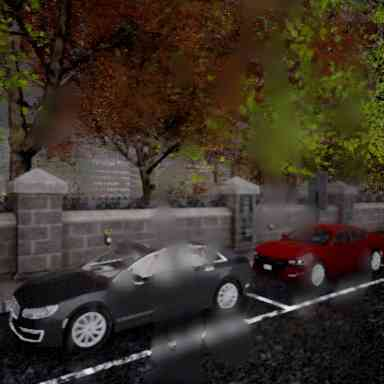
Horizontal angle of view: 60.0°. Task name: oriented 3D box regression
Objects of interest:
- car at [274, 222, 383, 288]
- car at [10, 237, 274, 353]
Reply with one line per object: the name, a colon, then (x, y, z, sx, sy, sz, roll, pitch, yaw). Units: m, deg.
car: (3.663, 1.572, 9.328, 4.507, 1.381, 1.887, 0, 0, -35)
car: (-0.817, 1.560, 6.070, 4.403, 1.369, 2.008, 0, 0, -35)
